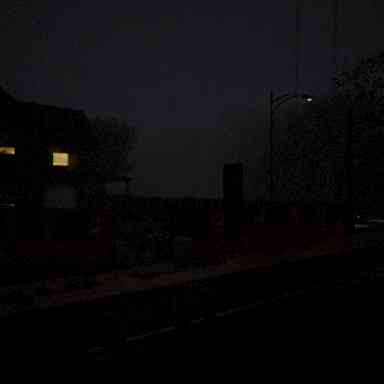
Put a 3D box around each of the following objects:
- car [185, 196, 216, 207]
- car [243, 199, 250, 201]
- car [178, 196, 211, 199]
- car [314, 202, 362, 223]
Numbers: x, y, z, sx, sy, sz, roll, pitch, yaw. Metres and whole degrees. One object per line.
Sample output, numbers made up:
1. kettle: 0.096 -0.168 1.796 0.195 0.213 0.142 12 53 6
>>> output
1. car: 1.230 1.347 49.389 2.128 1.511 4.902 0 0 -36
2. car: 5.018 1.437 32.641 1.812 1.442 4.674 0 0 -36
3. car: -0.202 1.227 39.898 2.097 1.767 4.553 0 0 -36
4. car: 10.335 1.472 25.245 1.812 1.442 4.674 0 0 -36
